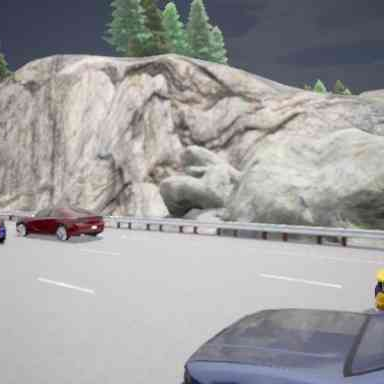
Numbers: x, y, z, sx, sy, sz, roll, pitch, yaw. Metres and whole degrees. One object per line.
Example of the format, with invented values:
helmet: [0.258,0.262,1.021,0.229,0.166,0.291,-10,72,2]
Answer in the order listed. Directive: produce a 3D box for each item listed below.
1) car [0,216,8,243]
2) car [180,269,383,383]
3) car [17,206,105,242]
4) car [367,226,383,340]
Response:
car: [-10.142,1.342,14.418,4.553,1.767,2.097,0,0,31]
car: [2.455,1.540,2.185,5.357,1.411,2.033,0,0,35]
car: [-6.553,1.459,16.374,5.008,1.535,1.882,0,0,31]
car: [5.277,1.462,4.426,5.008,1.535,1.882,0,0,36]
